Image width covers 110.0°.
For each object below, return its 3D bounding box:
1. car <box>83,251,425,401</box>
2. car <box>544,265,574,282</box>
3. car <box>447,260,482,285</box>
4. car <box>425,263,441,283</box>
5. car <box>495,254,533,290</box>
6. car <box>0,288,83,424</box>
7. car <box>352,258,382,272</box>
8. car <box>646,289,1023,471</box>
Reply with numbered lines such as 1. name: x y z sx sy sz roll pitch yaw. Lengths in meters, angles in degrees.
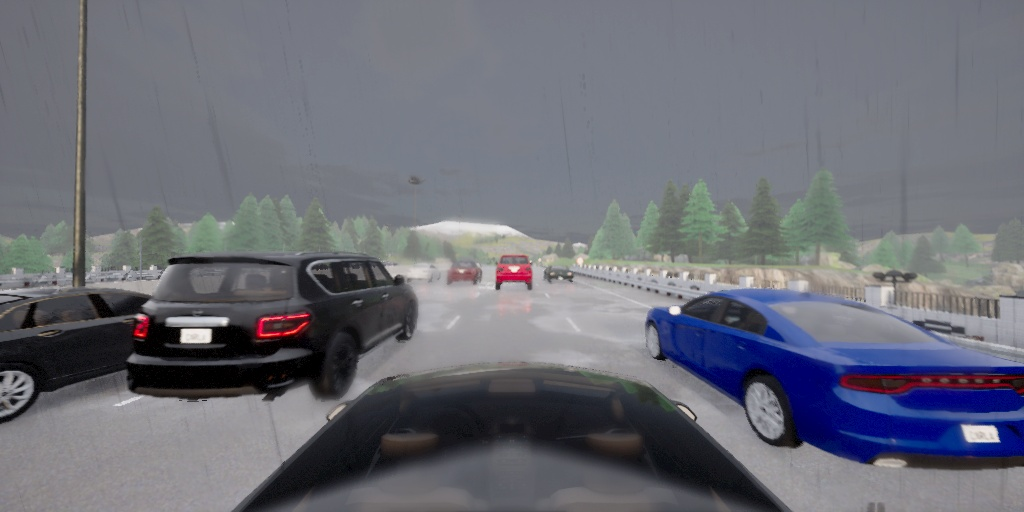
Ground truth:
1. car: -3.396 0.954 6.541 2.150 2.045 5.566 0 0 0
2. car: 3.631 1.375 28.575 1.895 1.301 4.718 0 0 0
3. car: -3.373 1.109 26.262 2.097 1.767 4.553 0 -1 0
4. car: -6.870 1.297 28.129 1.812 1.442 4.674 0 -1 0
5. car: 0.125 0.952 22.638 2.150 2.045 5.566 0 -1 0
6. car: -6.897 1.241 5.623 1.837 1.490 4.892 0 0 0
7. car: -20.956 1.300 52.065 2.150 2.045 5.566 0 -1 0
8. car: 3.603 1.216 5.230 1.882 1.535 5.008 0 0 0
